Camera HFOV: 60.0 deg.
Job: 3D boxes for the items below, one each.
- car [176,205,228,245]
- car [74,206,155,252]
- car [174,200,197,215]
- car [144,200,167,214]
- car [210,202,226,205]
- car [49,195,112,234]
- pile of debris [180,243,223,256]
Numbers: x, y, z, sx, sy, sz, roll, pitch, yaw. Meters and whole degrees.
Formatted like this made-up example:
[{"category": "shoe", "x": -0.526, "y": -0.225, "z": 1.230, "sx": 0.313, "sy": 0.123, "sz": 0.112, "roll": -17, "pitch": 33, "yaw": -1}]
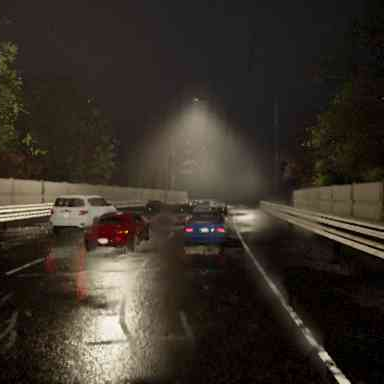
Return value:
[{"category": "car", "x": 0.679, "y": 1.532, "z": 15.398, "sx": 2.033, "sy": 1.411, "sz": 5.357, "roll": 0, "pitch": 0, "yaw": 4}, {"category": "car", "x": -2.910, "y": 1.506, "z": 13.656, "sx": 1.812, "sy": 1.442, "sz": 4.674, "roll": 0, "pitch": 0, "yaw": 3}, {"category": "car", "x": -0.630, "y": 1.588, "z": 35.405, "sx": 2.128, "sy": 1.511, "sz": 4.902, "roll": 0, "pitch": -1, "yaw": 8}, {"category": "car", "x": -4.001, "y": 1.622, "z": 36.548, "sx": 1.812, "sy": 1.442, "sz": 4.674, "roll": 0, "pitch": -1, "yaw": 8}, {"category": "car", "x": 2.665, "y": 1.692, "z": 33.837, "sx": 1.895, "sy": 1.301, "sz": 4.718, "roll": 0, "pitch": -1, "yaw": 8}, {"category": "car", "x": -6.033, "y": 1.201, "z": 19.140, "sx": 2.150, "sy": 2.045, "sz": 5.566, "roll": 0, "pitch": 0, "yaw": 4}, {"category": "pile of debris", "x": 0.383, "y": 2.160, "z": 12.630, "sx": 1.500, "sy": 0.140, "sz": 1.860, "roll": 0, "pitch": 0, "yaw": 3}]
